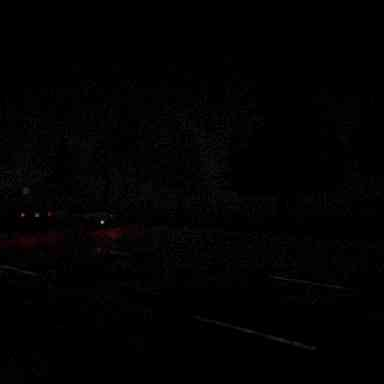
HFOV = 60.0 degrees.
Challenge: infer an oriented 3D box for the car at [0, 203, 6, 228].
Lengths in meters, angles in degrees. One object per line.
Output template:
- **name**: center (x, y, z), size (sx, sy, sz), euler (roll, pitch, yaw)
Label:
- **car**: center (-12.051, 1.221, 16.886), size (5.566, 2.045, 2.150), euler (0, 0, 35)

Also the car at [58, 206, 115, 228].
- **car**: center (-7.433, 1.600, 22.189), size (4.718, 1.301, 1.895), euler (0, 0, 35)

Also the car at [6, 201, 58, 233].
- **car**: center (-10.496, 1.351, 20.074), size (4.553, 1.767, 2.097), euler (0, 0, 36)
